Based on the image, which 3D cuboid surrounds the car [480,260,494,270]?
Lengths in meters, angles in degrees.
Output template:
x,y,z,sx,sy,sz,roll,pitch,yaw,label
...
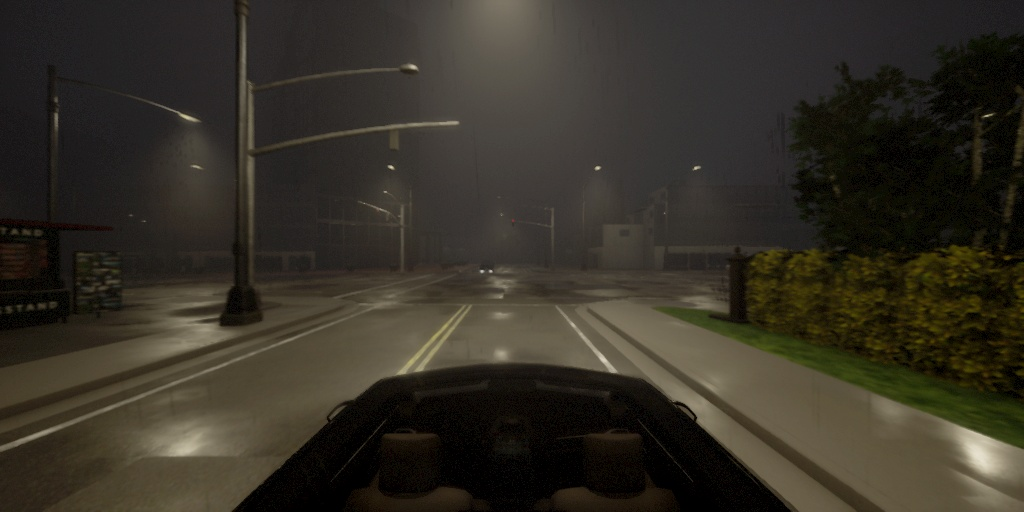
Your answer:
x,y,z,sx,sy,sz,roll,pitch,yaw,label
-3.510,1.248,51.106,2.033,1.411,5.357,0,0,0,car
